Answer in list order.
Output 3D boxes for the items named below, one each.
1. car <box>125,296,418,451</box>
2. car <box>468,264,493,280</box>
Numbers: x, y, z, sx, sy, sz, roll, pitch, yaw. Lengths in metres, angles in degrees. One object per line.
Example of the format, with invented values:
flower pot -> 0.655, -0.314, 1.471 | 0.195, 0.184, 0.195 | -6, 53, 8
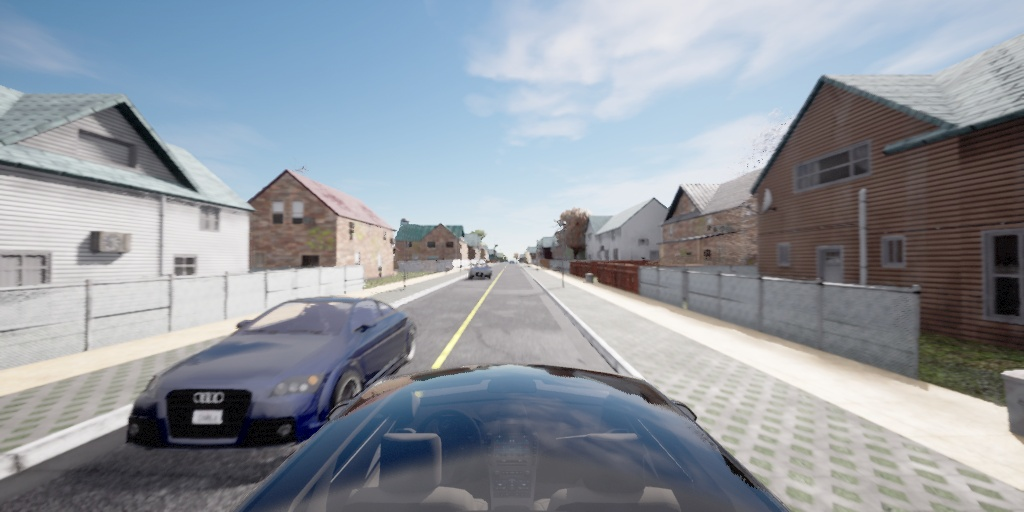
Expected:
car -> -2.834, 1.320, 5.344 | 1.994, 1.385, 4.181 | 0, 0, 0
car -> -2.758, 1.391, 32.345 | 1.994, 1.385, 4.181 | 0, 0, 0
